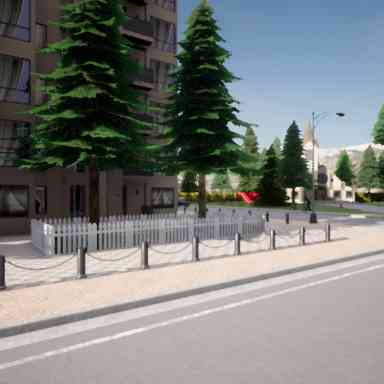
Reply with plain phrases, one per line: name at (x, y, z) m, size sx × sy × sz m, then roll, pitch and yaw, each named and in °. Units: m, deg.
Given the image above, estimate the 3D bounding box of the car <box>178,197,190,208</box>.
car at (-2.218, 1.482, 48.594) m, size 1.837 × 1.490 × 4.892 m, roll 0°, pitch 0°, yaw -35°

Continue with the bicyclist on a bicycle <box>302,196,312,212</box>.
bicyclist on a bicycle at (12.059, 1.276, 34.883) m, size 1.656 × 1.620 × 0.582 m, roll 0°, pitch 0°, yaw -35°
